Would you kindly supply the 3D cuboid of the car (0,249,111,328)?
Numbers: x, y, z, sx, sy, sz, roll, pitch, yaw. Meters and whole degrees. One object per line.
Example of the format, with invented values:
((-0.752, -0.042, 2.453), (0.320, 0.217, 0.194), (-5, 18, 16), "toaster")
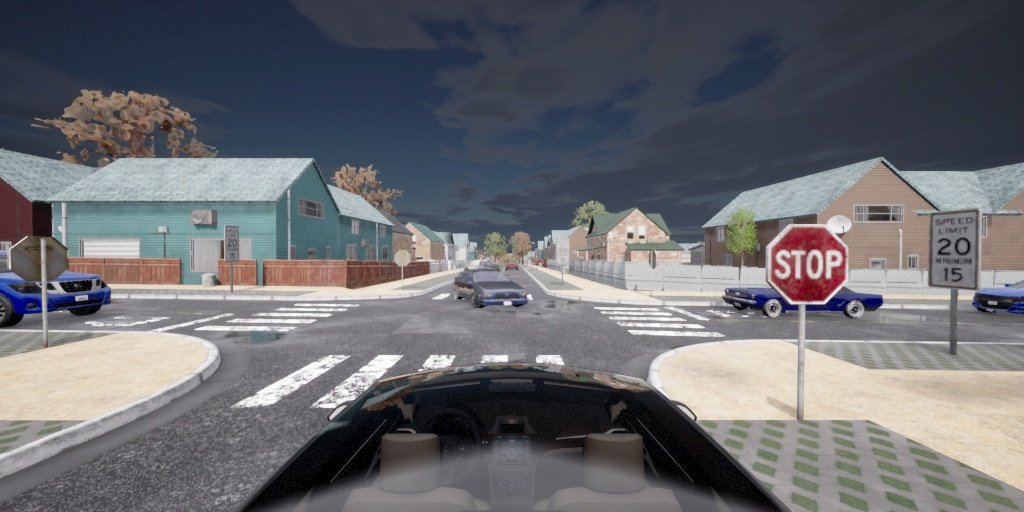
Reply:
((-15.119, 0.821, 10.282), (5.566, 2.045, 2.150), (1, 1, 0), "car")

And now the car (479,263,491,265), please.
((-2.855, 1.390, 26.294), (1.895, 1.301, 4.718), (0, 0, 0), "car")

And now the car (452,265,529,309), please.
((-1.161, 1.285, 15.215), (2.033, 1.411, 5.357), (1, 0, -23), "car")

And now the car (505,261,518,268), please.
((-0.009, 1.481, 55.155), (1.812, 1.442, 4.674), (0, 0, 0), "car")

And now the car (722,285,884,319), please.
((10.487, 1.498, 13.221), (4.718, 1.301, 1.895), (1, 1, -1), "car")

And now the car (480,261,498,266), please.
((-2.852, 1.349, 38.948), (1.837, 1.490, 4.892), (0, -1, 0), "car")

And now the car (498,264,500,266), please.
((-2.825, 1.533, 52.250), (1.895, 1.301, 4.718), (0, 0, 1), "car")

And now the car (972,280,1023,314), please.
((20.291, 1.510, 13.262), (5.008, 1.535, 1.882), (1, 1, 0), "car")
